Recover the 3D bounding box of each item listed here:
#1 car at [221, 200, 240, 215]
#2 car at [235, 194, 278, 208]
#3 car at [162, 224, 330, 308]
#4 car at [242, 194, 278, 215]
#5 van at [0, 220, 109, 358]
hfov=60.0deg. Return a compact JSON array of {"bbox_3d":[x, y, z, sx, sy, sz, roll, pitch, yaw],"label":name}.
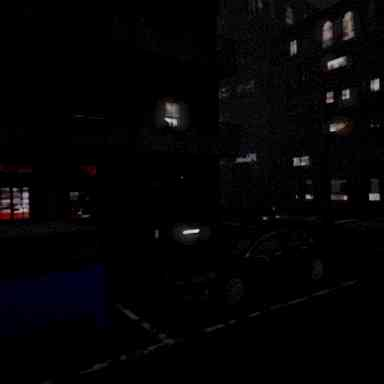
[{"bbox_3d":[1.847,1.231,28.774,1.887,1.381,4.507,-2,1,-35],"label":"car"},{"bbox_3d":[6.979,0.948,36.455,1.887,1.381,4.507,-2,1,-35],"label":"car"},{"bbox_3d":[1.396,1.466,7.597,4.403,1.369,2.008,-1,0,-36],"label":"car"},{"bbox_3d":[5.179,1.102,28.746,2.128,1.511,4.902,-2,1,-35],"label":"car"},{"bbox_3d":[-3.135,1.344,4.337,3.998,1.788,1.690,-1,0,-36],"label":"van"}]
